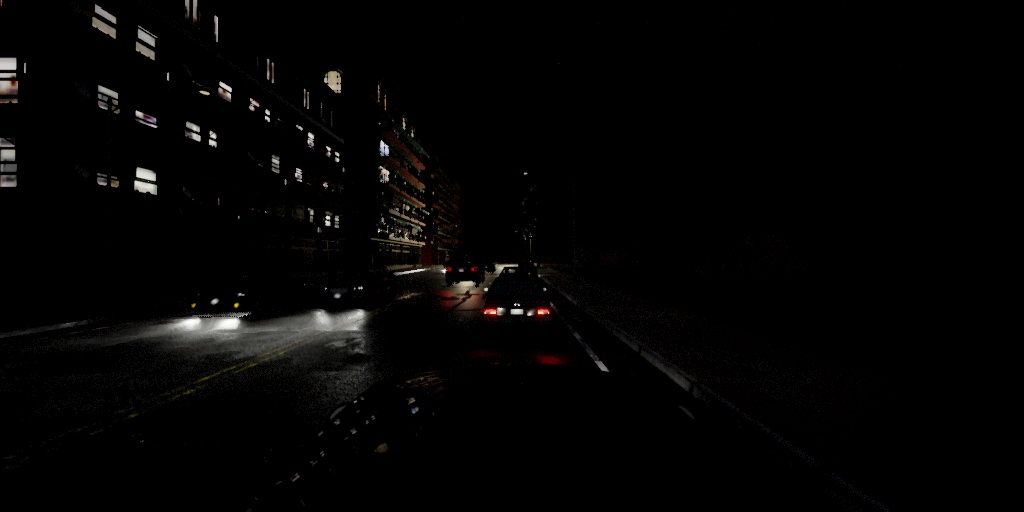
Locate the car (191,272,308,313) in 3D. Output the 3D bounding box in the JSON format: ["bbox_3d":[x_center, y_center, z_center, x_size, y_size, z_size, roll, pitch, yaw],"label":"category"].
[{"bbox_3d":[-9.843,1.316,13.863,1.994,1.385,4.181,0,0,0],"label":"car"}]

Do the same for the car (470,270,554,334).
[{"bbox_3d":[0.107,1.299,10.573,2.033,1.411,5.357,0,0,0],"label":"car"}]

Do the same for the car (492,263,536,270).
[{"bbox_3d":[0.111,1.301,20.934,2.033,1.411,5.357,0,0,0],"label":"car"}]

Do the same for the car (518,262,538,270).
[{"bbox_3d":[1.155,1.259,30.702,1.837,1.490,4.892,0,0,0],"label":"car"}]

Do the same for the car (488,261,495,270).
[{"bbox_3d":[-3.122,1.316,44.841,1.994,1.385,4.181,0,0,0],"label":"car"}]

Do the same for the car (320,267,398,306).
[{"bbox_3d":[-6.592,1.244,15.995,2.128,1.511,4.902,0,0,0],"label":"car"}]

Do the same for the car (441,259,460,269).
[{"bbox_3d":[-9.803,1.244,57.341,2.128,1.511,4.902,0,0,0],"label":"car"}]

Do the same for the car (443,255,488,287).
[{"bbox_3d":[-3.135,0.977,24.882,2.150,2.045,5.566,0,0,0],"label":"car"}]
